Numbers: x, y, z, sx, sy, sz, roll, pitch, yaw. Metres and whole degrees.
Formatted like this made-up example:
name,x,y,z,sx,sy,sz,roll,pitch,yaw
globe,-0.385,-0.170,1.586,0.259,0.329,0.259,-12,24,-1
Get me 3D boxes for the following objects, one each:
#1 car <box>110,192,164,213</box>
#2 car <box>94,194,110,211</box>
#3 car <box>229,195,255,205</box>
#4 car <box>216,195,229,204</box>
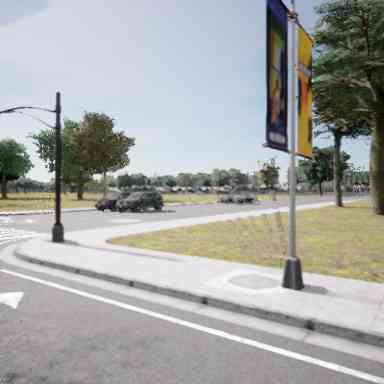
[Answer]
name,x,y,z,sx,sy,sz,roll,pitch,yaw
car,-5.181,1.000,33.752,2.150,2.045,5.566,0,0,35
car,-7.768,0.992,35.722,2.150,2.045,5.566,0,0,35
car,8.281,1.194,52.903,1.882,1.535,5.008,0,0,35
car,5.802,1.234,55.026,1.812,1.442,4.674,0,0,35
